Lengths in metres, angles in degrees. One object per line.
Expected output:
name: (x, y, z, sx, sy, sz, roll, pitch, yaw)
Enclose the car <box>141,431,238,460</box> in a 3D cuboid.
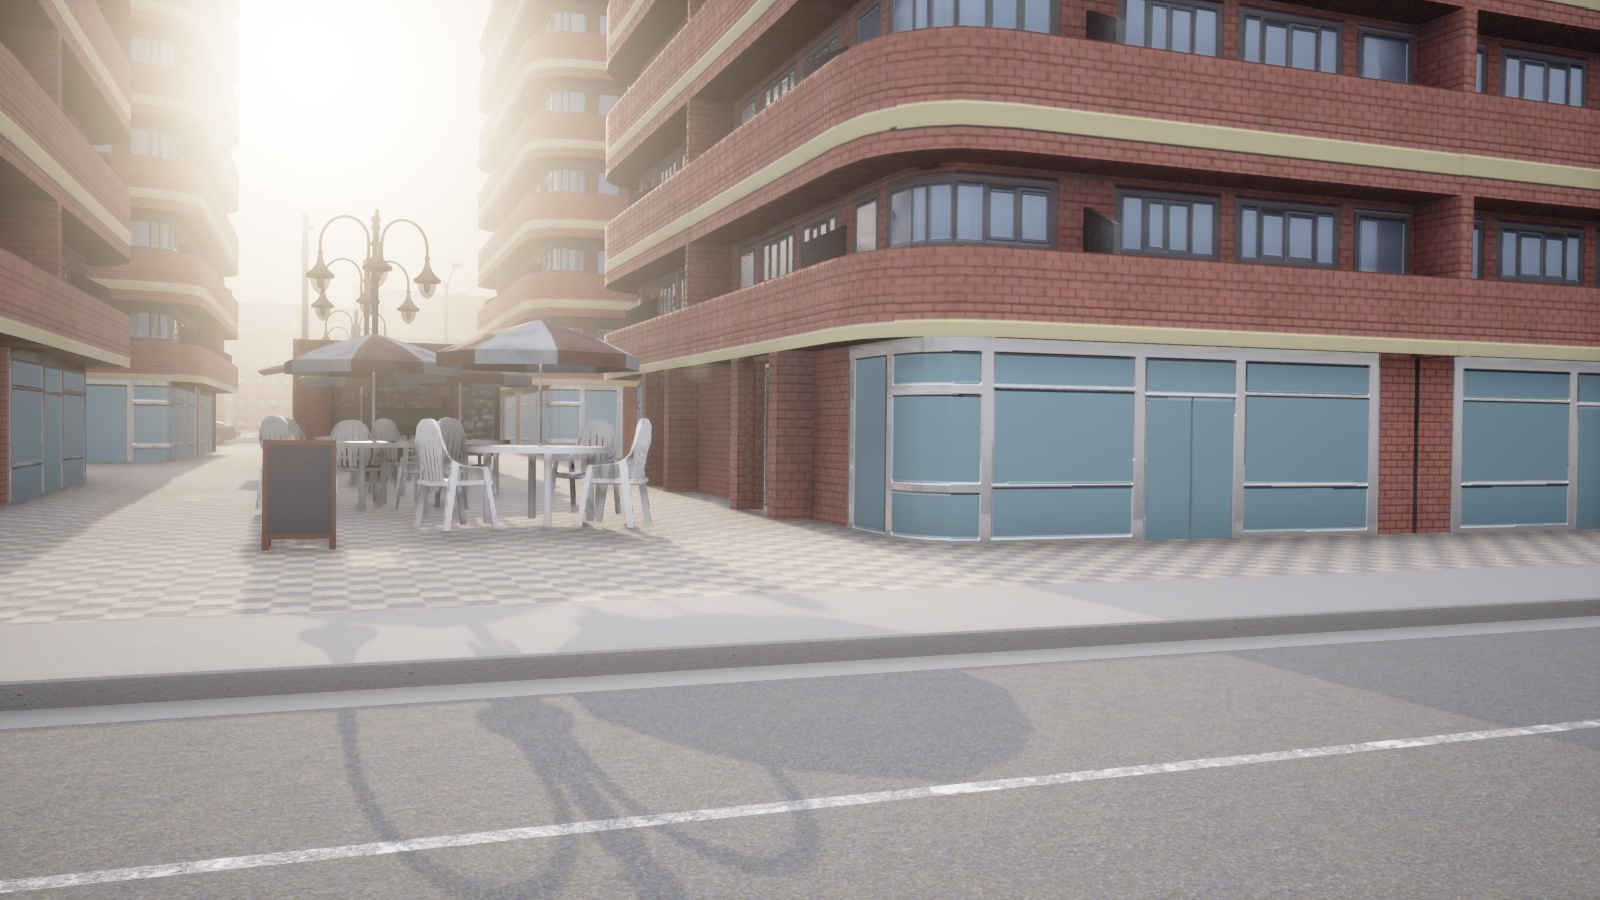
car: (-35.681, -0.273, 73.547, 4.892, 1.490, 1.837, -2, 1, -21)
